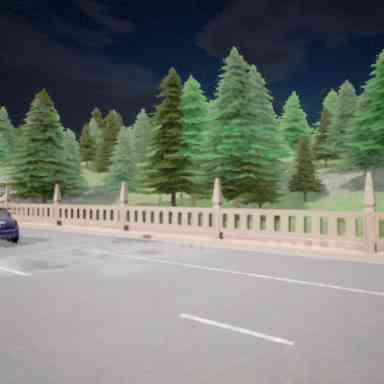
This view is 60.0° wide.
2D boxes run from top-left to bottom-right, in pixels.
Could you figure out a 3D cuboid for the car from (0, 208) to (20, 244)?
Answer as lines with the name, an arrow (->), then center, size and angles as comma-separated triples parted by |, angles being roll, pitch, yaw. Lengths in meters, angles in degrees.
car -> -10.004, 1.476, 15.326 | 4.553, 1.767, 2.097 | -1, 0, 34
